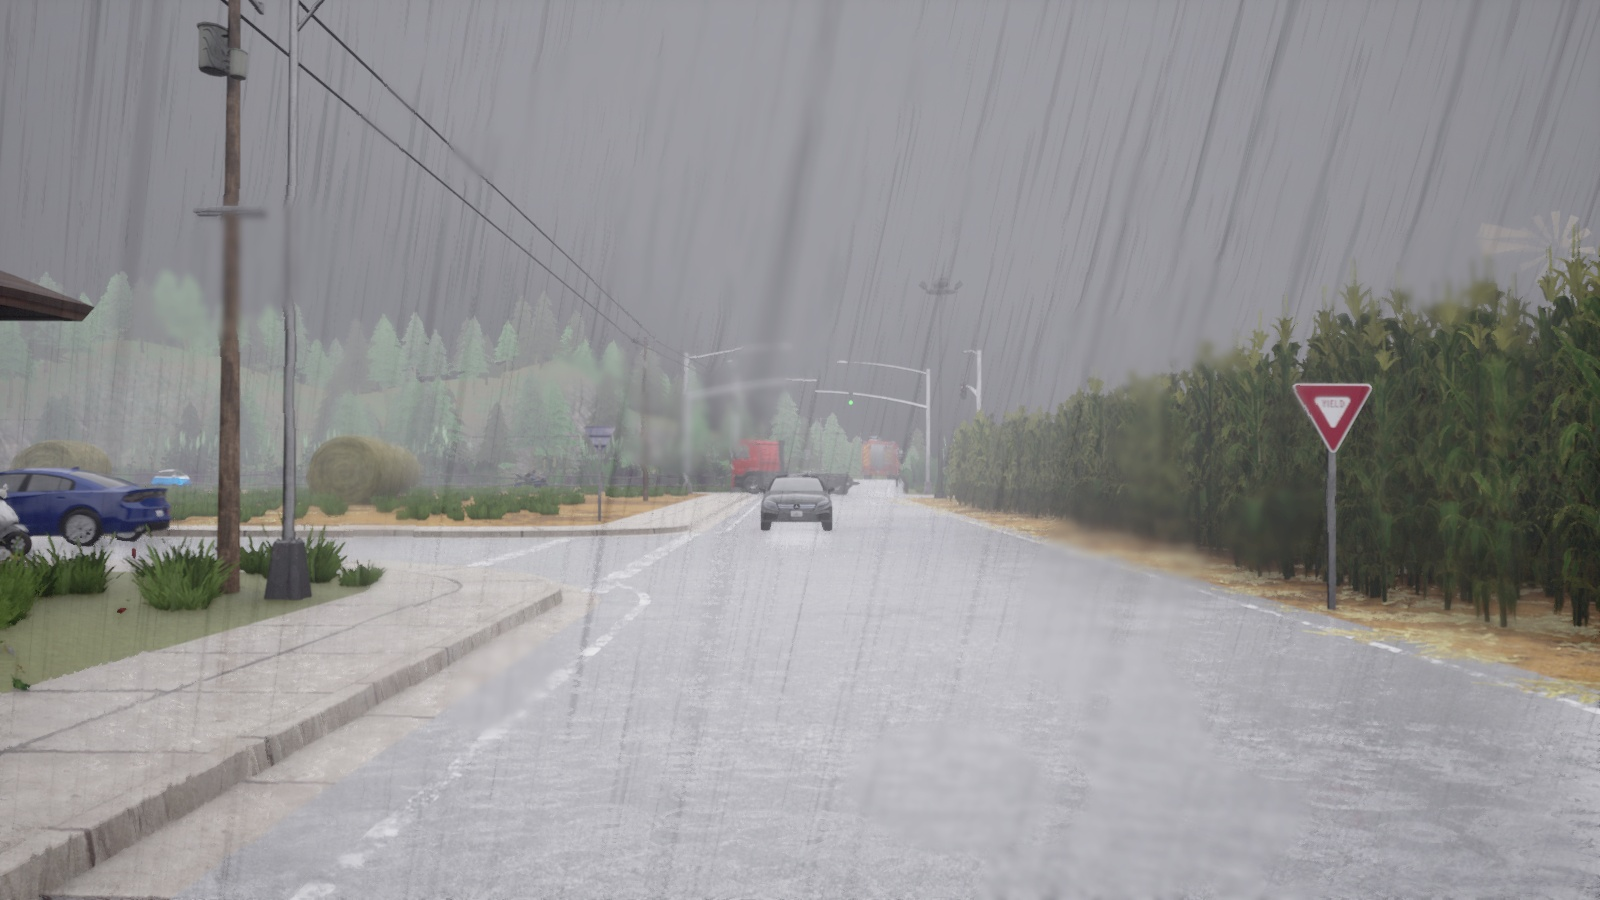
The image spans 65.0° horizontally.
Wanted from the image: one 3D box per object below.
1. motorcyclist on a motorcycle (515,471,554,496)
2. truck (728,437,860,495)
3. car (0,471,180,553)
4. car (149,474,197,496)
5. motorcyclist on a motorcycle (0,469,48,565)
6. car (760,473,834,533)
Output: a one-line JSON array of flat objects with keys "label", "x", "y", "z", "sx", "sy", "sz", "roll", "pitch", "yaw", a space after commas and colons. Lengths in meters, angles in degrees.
[{"label": "motorcyclist on a motorcycle", "x": -16.441, "y": 2.069, "z": 77.759, "sx": 2.191, "sy": 1.530, "sz": 0.866, "roll": 0, "pitch": -1, "yaw": 3}, {"label": "truck", "x": -0.426, "y": 1.034, "z": 78.460, "sx": 7.936, "sy": 3.462, "sz": 2.891, "roll": -1, "pitch": -1, "yaw": 34}, {"label": "car", "x": -15.204, "y": 1.203, "z": 24.784, "sx": 5.008, "sy": 1.535, "sz": 1.882, "roll": 0, "pitch": -1, "yaw": -1}, {"label": "car", "x": -39.379, "y": 2.198, "z": 78.889, "sx": 2.207, "sy": 1.376, "sz": 1.481, "roll": -1, "pitch": -1, "yaw": 3}, {"label": "motorcyclist on a motorcycle", "x": -13.933, "y": 1.121, "z": 21.296, "sx": 1.817, "sy": 1.590, "sz": 0.866, "roll": 0, "pitch": -1, "yaw": -1}, {"label": "car", "x": -0.077, "y": 1.349, "z": 33.337, "sx": 1.812, "sy": 1.442, "sz": 4.674, "roll": 0, "pitch": -1, "yaw": 0}]
